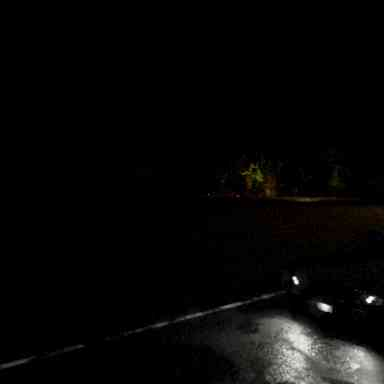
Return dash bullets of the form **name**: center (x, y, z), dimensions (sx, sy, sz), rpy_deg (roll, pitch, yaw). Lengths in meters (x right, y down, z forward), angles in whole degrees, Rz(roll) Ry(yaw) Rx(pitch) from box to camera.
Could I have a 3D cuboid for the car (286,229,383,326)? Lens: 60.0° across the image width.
- **car**: center (4.392, 1.548, 7.124), dimensions (5.357, 1.411, 2.033), rpy_deg (0, 0, -35)
